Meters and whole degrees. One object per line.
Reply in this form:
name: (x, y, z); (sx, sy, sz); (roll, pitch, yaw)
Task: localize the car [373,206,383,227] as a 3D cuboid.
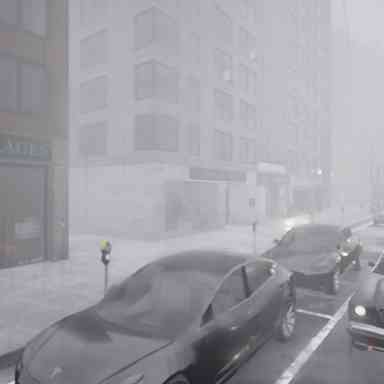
car: (13.264, 1.578, 22.152); (1.802, 1.307, 4.206); (0, 0, 37)

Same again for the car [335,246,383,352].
car: (4.009, 1.600, 5.530); (1.895, 1.301, 4.718); (0, 0, 37)

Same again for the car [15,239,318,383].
car: (0.013, 1.567, 4.464); (1.947, 1.339, 4.313); (0, 0, 37)

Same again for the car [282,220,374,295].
car: (3.326, 1.565, 8.885); (1.947, 1.339, 4.313); (0, 0, 37)
